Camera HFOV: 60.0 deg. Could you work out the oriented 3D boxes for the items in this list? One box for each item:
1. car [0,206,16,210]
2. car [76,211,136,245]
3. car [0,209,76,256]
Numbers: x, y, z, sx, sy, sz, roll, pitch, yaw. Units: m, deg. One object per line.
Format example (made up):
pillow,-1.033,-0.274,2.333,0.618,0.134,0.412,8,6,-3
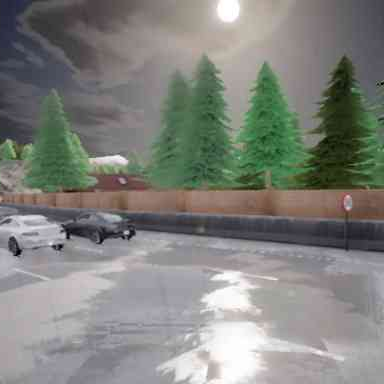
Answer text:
car,-14.342,1.802,25.257,2.033,1.411,5.357,0,0,-45
car,-4.683,1.658,16.354,4.674,1.442,1.812,0,0,40
car,-6.935,1.657,13.675,4.674,1.442,1.812,0,0,40
